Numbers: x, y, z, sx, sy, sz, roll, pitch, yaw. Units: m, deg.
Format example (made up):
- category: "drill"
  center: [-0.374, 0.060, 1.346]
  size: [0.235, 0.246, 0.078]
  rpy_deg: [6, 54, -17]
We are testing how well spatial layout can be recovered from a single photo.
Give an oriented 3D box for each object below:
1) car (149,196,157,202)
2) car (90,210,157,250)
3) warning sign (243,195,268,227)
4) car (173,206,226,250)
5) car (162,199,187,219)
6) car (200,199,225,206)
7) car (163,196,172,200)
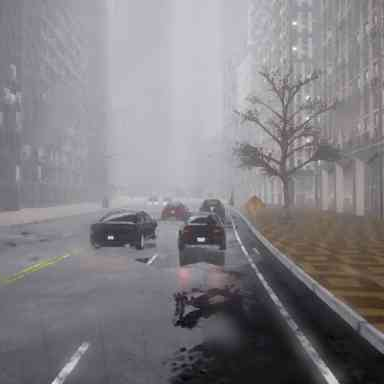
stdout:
- category: "car"
  center: [-8.822, 1.624, 75.222]
  size: [1.895, 1.301, 4.718]
  rpy_deg: [0, 0, -6]
- category: "car"
  center: [-2.762, 1.495, 14.447]
  size: [1.882, 1.535, 5.008]
  rpy_deg: [0, 0, 4]
- category: "warning sign"
  center: [3.776, 1.118, 19.944]
  size: [1.300, 1.860, 1.060]
  rpy_deg: [-1, -1, 5]
- category: "car"
  center: [0.482, 1.539, 14.232]
  size: [1.812, 1.442, 4.674]
  rpy_deg: [0, 0, 4]
- category: "car"
  center: [-1.443, 1.593, 29.370]
  size: [1.994, 1.385, 4.181]
  rpy_deg: [0, 0, 4]
- category: "car"
  center: [1.795, 1.382, 29.087]
  size: [2.097, 1.767, 4.553]
  rpy_deg: [0, 0, 4]
- category: "car"
  center: [-5.600, 1.629, 75.653]
  size: [1.895, 1.301, 4.718]
  rpy_deg: [0, 0, -6]
